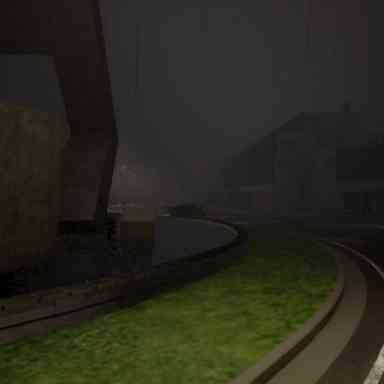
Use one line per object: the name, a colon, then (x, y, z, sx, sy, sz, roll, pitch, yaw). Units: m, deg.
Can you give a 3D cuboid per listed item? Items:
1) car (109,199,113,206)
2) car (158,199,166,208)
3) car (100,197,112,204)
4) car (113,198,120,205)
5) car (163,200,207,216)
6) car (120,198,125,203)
car: (-17.215, 2.011, 63.840, 2.097, 1.767, 4.553, -1, 0, -4)
car: (-4.848, 1.978, 56.425, 1.812, 1.442, 4.674, -1, 0, -7)
car: (-22.496, 2.242, 87.195, 2.097, 1.767, 4.553, -1, 0, -4)
car: (-17.978, 2.292, 74.063, 1.994, 1.385, 4.181, -1, 0, -4)
car: (-0.530, 1.819, 35.616, 4.181, 1.385, 1.994, -1, -1, 32)
car: (-19.087, 2.375, 88.551, 2.128, 1.511, 4.902, -1, 0, -4)
